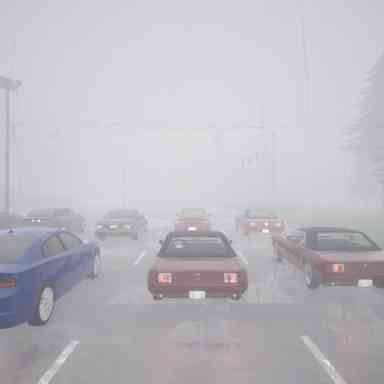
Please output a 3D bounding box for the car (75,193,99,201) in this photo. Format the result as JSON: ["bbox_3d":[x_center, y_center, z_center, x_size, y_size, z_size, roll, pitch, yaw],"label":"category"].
[{"bbox_3d":[-27.586,1.225,87.483,5.566,2.045,2.150,0,0,42],"label":"car"}]

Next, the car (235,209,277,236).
[{"bbox_3d":[3.543,1.601,18.343,1.895,1.301,4.718,0,0,-1],"label":"car"}]

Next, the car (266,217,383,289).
[{"bbox_3d":[3.593,1.601,9.128,1.895,1.301,4.718,0,0,0],"label":"car"}]

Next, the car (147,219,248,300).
[{"bbox_3d":[0.093,1.601,8.335,1.895,1.301,4.718,0,0,0],"label":"car"}]

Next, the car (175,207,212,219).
[{"bbox_3d":[0.055,1.526,17.488,1.812,1.442,4.674,0,0,1],"label":"car"}]

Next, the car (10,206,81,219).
[{"bbox_3d":[-6.934,1.505,16.964,1.837,1.490,4.892,0,0,0],"label":"car"}]

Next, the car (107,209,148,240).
[{"bbox_3d":[-3.427,1.547,16.911,2.033,1.411,5.357,0,0,0],"label":"car"}]

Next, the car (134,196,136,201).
[{"bbox_3d":[-16.107,1.500,84.702,1.837,1.490,4.892,0,0,-37],"label":"car"}]

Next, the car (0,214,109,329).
[{"bbox_3d":[-3.406,1.478,7.077,1.882,1.535,5.008,0,0,0],"label":"car"}]

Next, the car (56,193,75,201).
[{"bbox_3d":[-32.323,1.225,87.012,5.566,2.045,2.150,0,0,39],"label":"car"}]

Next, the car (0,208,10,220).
[{"bbox_3d":[-10.435,1.492,16.949,2.128,1.511,4.902,0,0,0],"label":"car"}]

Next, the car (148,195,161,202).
[{"bbox_3d":[-8.805,1.524,78.864,1.812,1.442,4.674,0,0,-27],"label":"car"}]

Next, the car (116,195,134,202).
[{"bbox_3d":[-16.162,1.540,77.987,2.033,1.411,5.357,0,0,-30],"label":"car"}]
